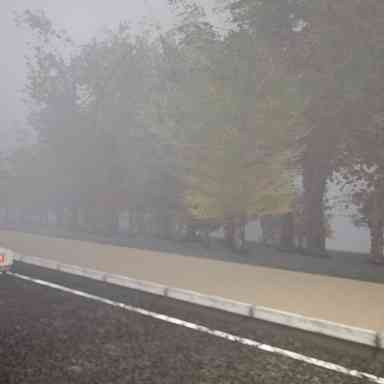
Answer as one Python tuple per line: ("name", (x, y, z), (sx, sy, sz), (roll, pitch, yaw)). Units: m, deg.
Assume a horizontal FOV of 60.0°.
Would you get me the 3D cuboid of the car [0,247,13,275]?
("car", (-6.614, 1.571, 8.409), (4.718, 1.301, 1.895), (0, 0, 35))
